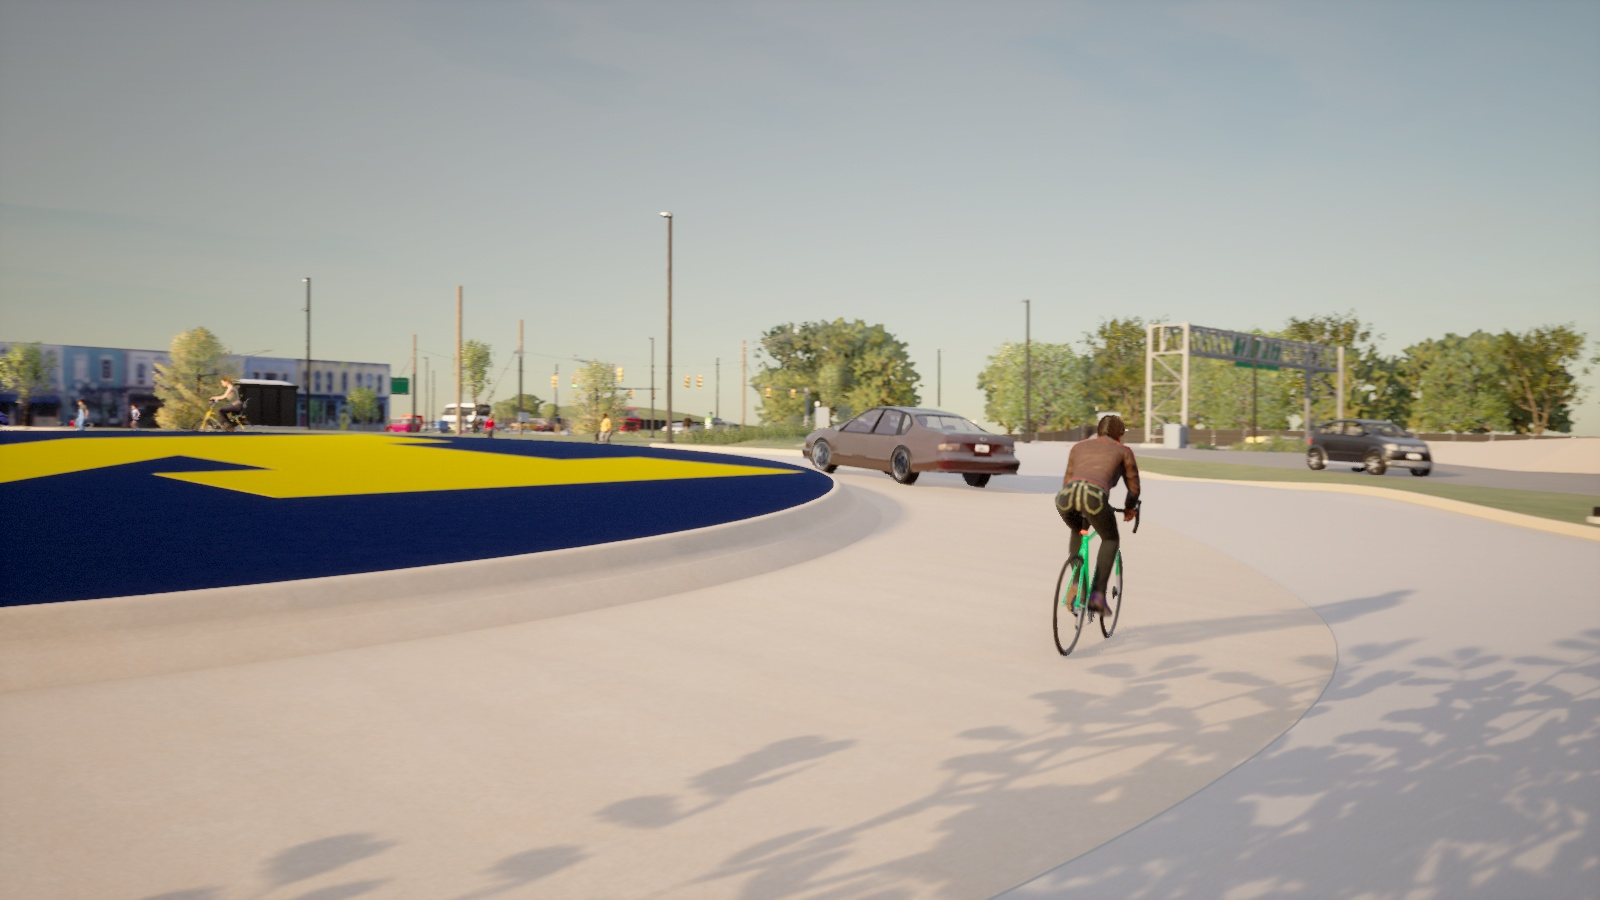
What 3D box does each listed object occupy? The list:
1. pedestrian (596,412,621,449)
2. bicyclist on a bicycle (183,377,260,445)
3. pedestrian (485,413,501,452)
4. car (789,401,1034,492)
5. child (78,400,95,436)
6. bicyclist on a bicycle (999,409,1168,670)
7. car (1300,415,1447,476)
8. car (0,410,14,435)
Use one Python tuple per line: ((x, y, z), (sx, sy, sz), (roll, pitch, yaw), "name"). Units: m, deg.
((-9.642, -0.973, 63.207), (0.874, 1.855, 0.900), (0, 0, 43), "pedestrian")
((-14.137, -0.952, 30.737), (1.509, 1.612, 0.866), (1, 2, -7), "bicyclist on a bicycle")
((-14.446, -0.817, 59.064), (0.331, 1.846, 0.636), (0, 0, 42), "pedestrian")
((1.945, -0.134, 24.023), (2.033, 1.411, 5.357), (2, 2, -28), "car")
((-24.932, -1.119, 43.887), (0.270, 1.263, 0.437), (0, 0, 30), "child")
((2.012, 0.564, 8.762), (0.582, 1.620, 1.656), (5, 2, 29), "bicyclist on a bicycle")
((16.207, -0.158, 35.698), (1.789, 1.549, 3.705), (2, 2, -14), "car")
((-50.081, -1.672, 75.799), (1.816, 1.474, 4.193), (0, -1, 45), "car")
